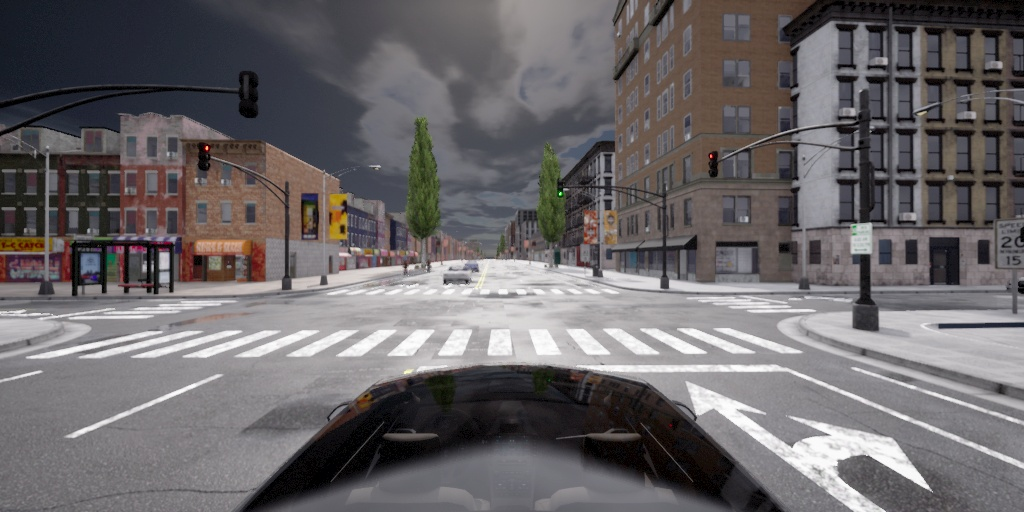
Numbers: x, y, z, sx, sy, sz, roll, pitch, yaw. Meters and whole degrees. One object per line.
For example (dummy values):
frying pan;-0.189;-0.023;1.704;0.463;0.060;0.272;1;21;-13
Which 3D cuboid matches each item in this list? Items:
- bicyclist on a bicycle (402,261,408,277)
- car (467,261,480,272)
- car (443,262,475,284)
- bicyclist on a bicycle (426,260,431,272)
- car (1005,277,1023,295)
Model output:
bicyclist on a bicycle;-10.552;1.263;35.489;0.582;1.620;1.656;0;0;-2
car;-5.285;1.364;47.017;1.812;1.442;4.674;0;0;-3
car;-4.140;1.393;27.473;1.895;1.301;4.718;0;0;-3
bicyclist on a bicycle;-10.843;1.290;46.617;0.582;1.620;1.656;0;0;-2
car;27.671;1.270;17.500;5.357;1.411;2.033;0;0;-4
